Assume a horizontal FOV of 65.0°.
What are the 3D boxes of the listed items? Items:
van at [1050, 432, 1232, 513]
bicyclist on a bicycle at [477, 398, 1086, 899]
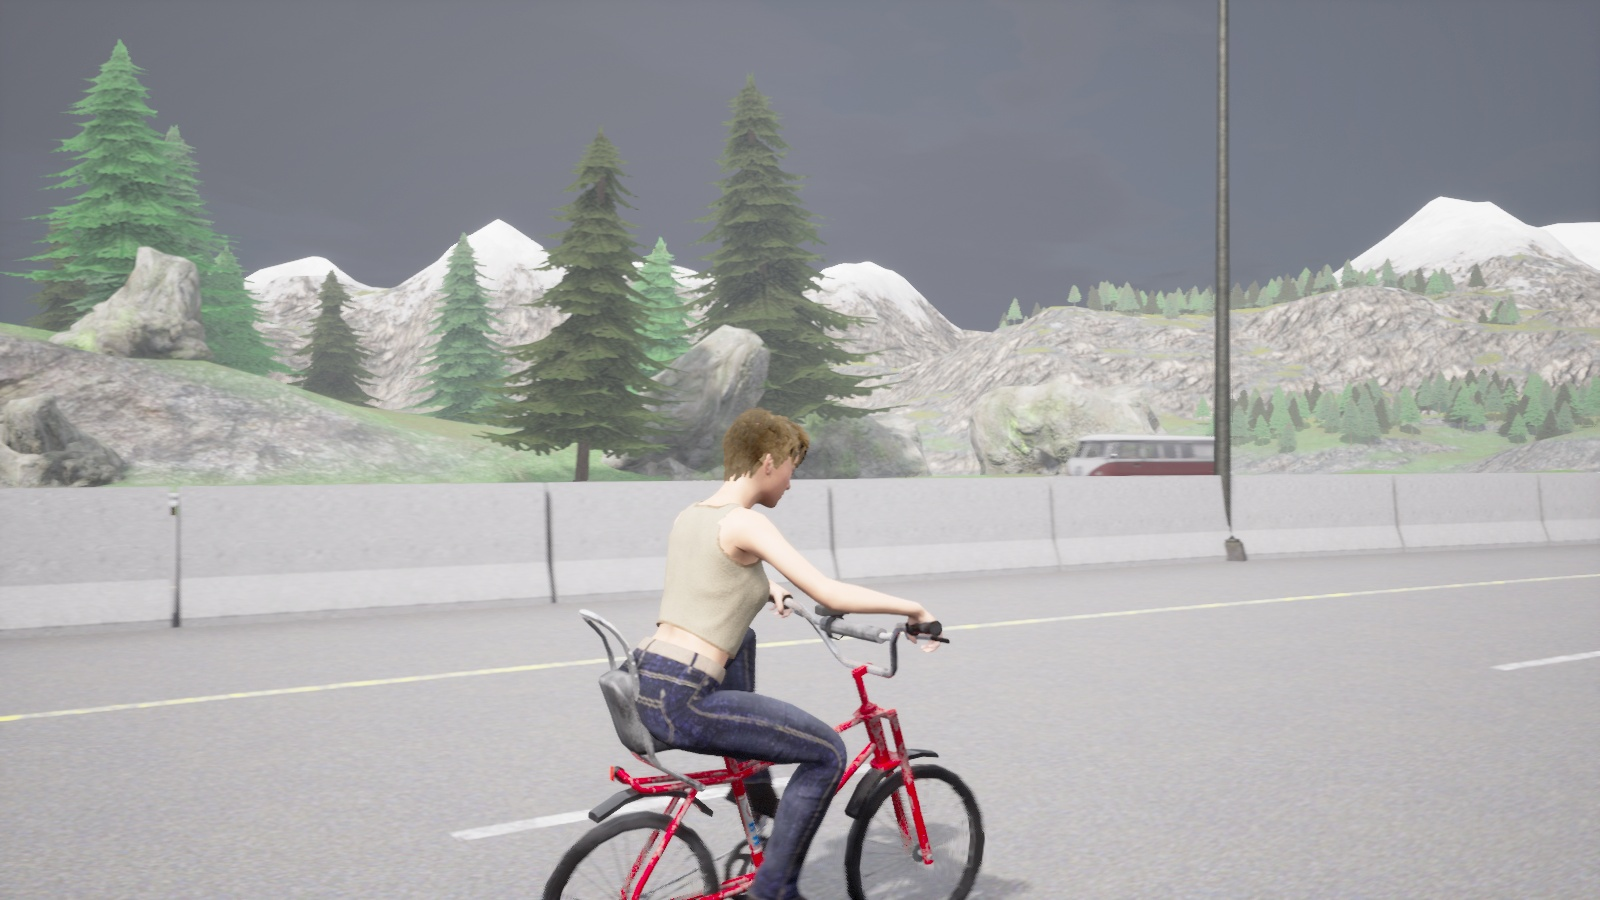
[{"bbox_3d":[8.851,0.554,32.556,4.442,1.987,1.775,0,0,-25],"label":"van"},{"bbox_3d":[-0.041,0.689,3.585,1.509,1.612,0.866,0,0,-33],"label":"bicyclist on a bicycle"}]
